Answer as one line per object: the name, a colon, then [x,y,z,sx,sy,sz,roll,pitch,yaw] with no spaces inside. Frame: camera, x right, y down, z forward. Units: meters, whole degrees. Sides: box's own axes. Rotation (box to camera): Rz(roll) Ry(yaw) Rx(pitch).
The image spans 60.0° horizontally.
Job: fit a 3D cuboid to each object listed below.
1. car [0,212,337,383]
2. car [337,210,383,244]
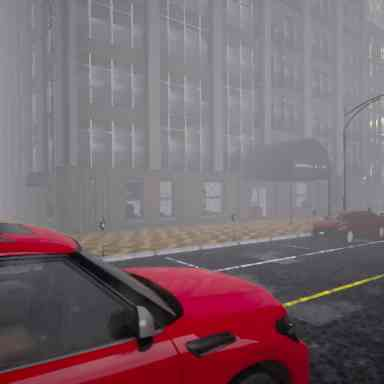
car: [-1.587,1.223,2.302,5.566,2.045,2.150,0,0,-36]
car: [7.474,1.542,15.764,4.507,1.381,1.887,0,-1,-35]
